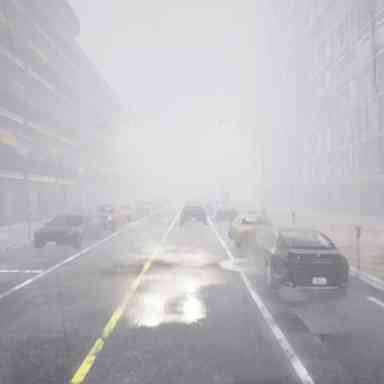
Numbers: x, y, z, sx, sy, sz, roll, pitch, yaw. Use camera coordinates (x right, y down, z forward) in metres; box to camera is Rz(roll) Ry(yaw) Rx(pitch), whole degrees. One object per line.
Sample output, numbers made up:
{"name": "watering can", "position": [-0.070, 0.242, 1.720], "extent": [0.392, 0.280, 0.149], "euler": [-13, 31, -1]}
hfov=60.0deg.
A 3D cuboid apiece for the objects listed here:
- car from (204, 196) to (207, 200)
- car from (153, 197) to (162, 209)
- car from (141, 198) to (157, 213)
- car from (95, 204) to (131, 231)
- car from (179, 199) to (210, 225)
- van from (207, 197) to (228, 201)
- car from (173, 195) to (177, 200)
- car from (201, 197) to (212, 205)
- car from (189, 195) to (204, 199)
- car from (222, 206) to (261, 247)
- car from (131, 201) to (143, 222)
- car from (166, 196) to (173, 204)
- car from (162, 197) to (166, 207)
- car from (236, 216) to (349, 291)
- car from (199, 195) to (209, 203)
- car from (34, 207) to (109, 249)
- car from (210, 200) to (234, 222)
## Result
{"name": "car", "position": [2.585, 1.603, 42.806], "extent": [1.887, 1.381, 4.507], "euler": [1, 0, 0]}
{"name": "car", "position": [-5.295, 1.584, 42.789], "extent": [1.752, 1.417, 4.829], "euler": [1, 0, 0]}
{"name": "car", "position": [-5.297, 1.632, 37.312], "extent": [1.802, 1.307, 4.206], "euler": [1, 0, 0]}
{"name": "car", "position": [-5.299, 1.467, 20.373], "extent": [1.967, 1.590, 4.097], "euler": [1, 0, 0]}
{"name": "car", "position": [0.105, 1.537, 24.275], "extent": [1.837, 1.490, 4.892], "euler": [0, 0, 0]}
{"name": "van", "position": [2.585, 1.383, 31.501], "extent": [1.690, 1.788, 3.998], "euler": [1, 0, 0]}
{"name": "car", "position": [-5.261, 1.663, 76.838], "extent": [2.008, 1.369, 4.403], "euler": [1, 0, 0]}
{"name": "car", "position": [2.589, 1.610, 59.933], "extent": [1.752, 1.417, 4.829], "euler": [1, 0, 0]}
{"name": "car", "position": [0.111, 1.549, 42.179], "extent": [2.128, 1.511, 4.902], "euler": [0, 0, 0]}
{"name": "car", "position": [2.579, 1.545, 14.714], "extent": [1.752, 1.417, 4.829], "euler": [1, 0, 0]}
{"name": "car", "position": [-5.299, 1.616, 26.020], "extent": [1.802, 1.307, 4.206], "euler": [1, 0, 0]}
{"name": "car", "position": [-5.299, 1.659, 65.545], "extent": [1.947, 1.339, 4.313], "euler": [1, 0, 0]}
{"name": "car", "position": [-5.292, 1.507, 48.606], "extent": [1.967, 1.590, 4.097], "euler": [1, 0, 0]}
{"name": "car", "position": [2.578, 1.563, 8.892], "extent": [2.008, 1.369, 4.403], "euler": [1, 0, 0]}
{"name": "car", "position": [2.593, 1.543, 71.067], "extent": [1.967, 1.590, 4.097], "euler": [1, 0, 0]}
{"name": "car", "position": [-5.302, 1.585, 14.727], "extent": [1.947, 1.339, 4.313], "euler": [1, 0, 0]}
{"name": "car", "position": [2.581, 1.585, 25.848], "extent": [2.008, 1.369, 4.403], "euler": [1, 0, 0]}
